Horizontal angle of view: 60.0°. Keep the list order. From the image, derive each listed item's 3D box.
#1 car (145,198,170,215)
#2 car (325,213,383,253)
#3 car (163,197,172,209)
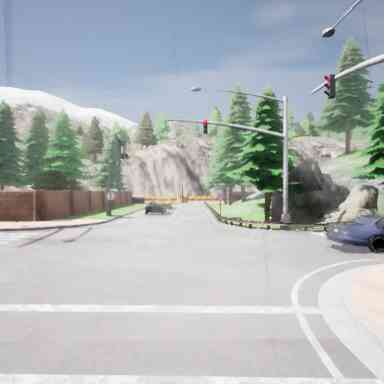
[{"bbox_3d":[-3.652,1.594,34.218,1.895,1.301,4.718,0,0,0],"label":"car"},{"bbox_3d":[8.148,1.561,13.106,5.357,1.411,2.033,0,0,-1],"label":"car"},{"bbox_3d":[-3.665,1.469,44.431,1.882,1.535,5.008,0,0,0],"label":"car"}]
